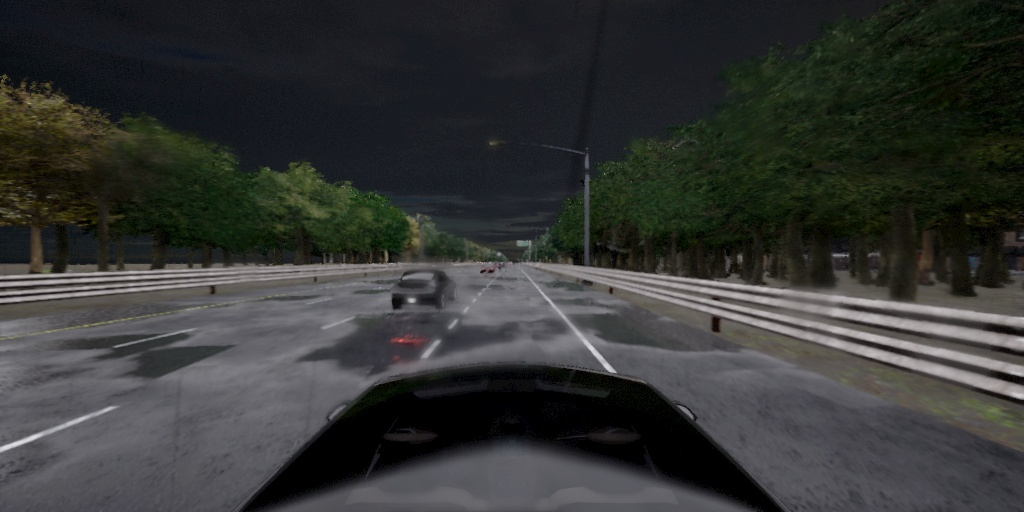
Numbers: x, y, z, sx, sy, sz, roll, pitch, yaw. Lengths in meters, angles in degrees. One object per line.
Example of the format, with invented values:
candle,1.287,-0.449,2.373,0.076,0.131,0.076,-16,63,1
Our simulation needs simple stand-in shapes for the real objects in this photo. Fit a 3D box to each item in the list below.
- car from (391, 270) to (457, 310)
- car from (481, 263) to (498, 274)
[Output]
car,-3.498,1.319,14.935,1.837,1.490,4.892,0,0,0
car,-3.402,1.864,52.095,1.895,1.301,4.718,0,-1,0
